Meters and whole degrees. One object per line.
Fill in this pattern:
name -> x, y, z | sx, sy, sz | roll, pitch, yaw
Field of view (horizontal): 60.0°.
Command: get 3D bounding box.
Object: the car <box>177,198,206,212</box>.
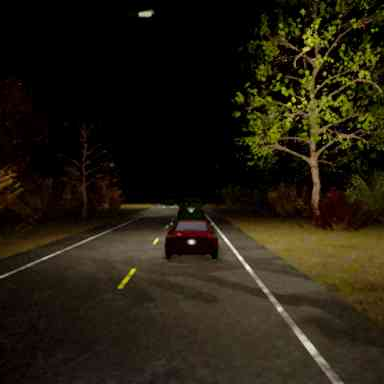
car -> -0.064, 1.516, 27.595 | 2.150, 2.045, 5.566 | 0, 0, 0

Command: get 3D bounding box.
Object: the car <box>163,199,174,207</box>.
car -> -4.616, 2.164, 65.884 | 1.837, 1.490, 4.892 | 0, 0, -5

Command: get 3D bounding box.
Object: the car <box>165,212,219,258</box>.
car -> 0.002, 1.707, 13.441 | 1.994, 1.385, 4.181 | 0, -1, 1
